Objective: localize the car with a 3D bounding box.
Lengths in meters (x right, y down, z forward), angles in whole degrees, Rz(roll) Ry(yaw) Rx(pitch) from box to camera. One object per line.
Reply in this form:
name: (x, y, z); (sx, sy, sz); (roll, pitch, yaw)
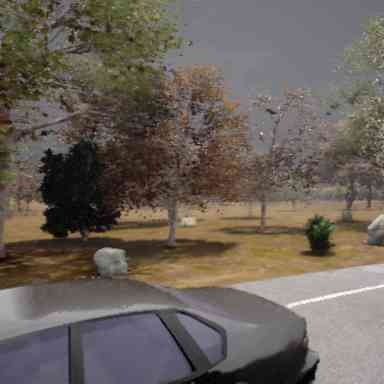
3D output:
car: (-1.252, 1.530, 2.634); (5.357, 1.411, 2.033); (0, 0, -35)
